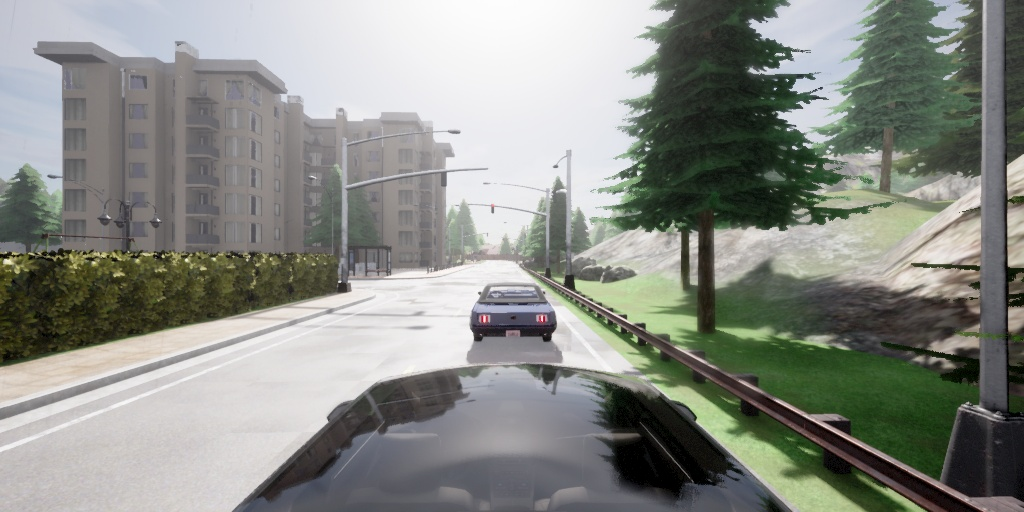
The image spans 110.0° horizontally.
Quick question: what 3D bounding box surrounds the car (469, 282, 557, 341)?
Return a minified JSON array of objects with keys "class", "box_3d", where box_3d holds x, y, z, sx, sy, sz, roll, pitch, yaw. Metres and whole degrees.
[{"class":"car","box_3d":[-0.004,1.351,9.782,1.895,1.301,4.718,0,0,-1]}]
